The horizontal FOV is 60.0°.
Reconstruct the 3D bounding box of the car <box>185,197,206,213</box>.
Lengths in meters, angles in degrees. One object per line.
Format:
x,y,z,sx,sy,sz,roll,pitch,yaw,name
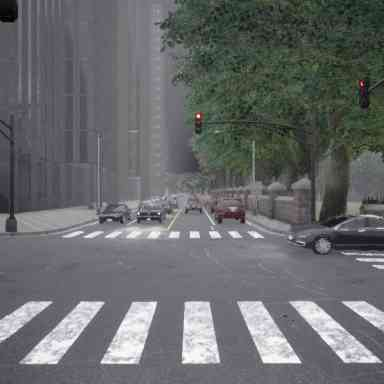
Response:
0.180,1.572,38.112,2.033,1.411,5.357,0,0,0,car

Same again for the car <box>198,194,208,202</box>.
2.524,1.424,75.837,2.097,1.767,4.553,0,0,0,car

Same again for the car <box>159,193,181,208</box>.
-3.006,1.385,45.752,2.097,1.767,4.553,0,0,0,car

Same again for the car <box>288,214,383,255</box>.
6.375,1.659,13.296,4.892,1.490,1.837,2,0,0,car

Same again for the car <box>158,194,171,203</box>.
-5.638,1.375,68.873,2.192,1.841,5.009,0,0,0,car

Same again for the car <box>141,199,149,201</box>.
-5.688,1.579,41.587,2.008,1.369,4.403,0,0,0,car

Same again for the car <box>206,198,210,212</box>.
2.828,1.588,36.123,1.947,1.339,4.313,0,0,0,car

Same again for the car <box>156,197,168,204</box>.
-5.648,1.635,63.416,1.802,1.307,4.206,0,0,0,car

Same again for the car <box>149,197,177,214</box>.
-3.030,1.569,35.476,2.033,1.411,5.357,0,0,1,car

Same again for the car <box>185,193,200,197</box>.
0.214,1.405,63.833,2.097,1.767,4.553,0,0,0,car

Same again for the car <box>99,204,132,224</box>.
-5.717,1.576,25.217,1.947,1.339,4.313,0,0,0,car

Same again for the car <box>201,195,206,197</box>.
2.857,1.481,52.493,1.967,1.590,4.097,0,0,0,car

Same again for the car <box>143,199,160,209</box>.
-5.678,1.616,47.045,1.802,1.307,4.206,0,0,0,car

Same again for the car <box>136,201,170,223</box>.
-3.053,1.612,25.659,1.895,1.301,4.718,0,0,0,car

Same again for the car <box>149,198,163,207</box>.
-5.668,1.623,52.502,1.802,1.307,4.206,0,0,0,car

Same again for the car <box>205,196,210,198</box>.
2.838,1.579,41.579,2.008,1.369,4.403,0,0,0,car

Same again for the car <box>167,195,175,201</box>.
-5.599,1.533,90.701,1.967,1.590,4.097,0,0,0,car

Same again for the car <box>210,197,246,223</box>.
2.808,1.326,25.211,2.192,1.841,5.009,0,0,0,car
